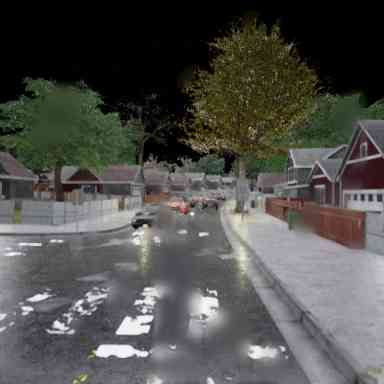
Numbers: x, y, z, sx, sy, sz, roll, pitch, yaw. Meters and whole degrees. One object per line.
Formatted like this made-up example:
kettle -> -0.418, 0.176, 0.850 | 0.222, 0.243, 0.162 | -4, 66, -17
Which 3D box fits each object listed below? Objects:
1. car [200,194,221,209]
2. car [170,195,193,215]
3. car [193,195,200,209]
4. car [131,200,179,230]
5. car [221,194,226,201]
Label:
car -> 2.374, 1.337, 41.960 | 1.812, 1.442, 4.674 | 0, 0, 6
car -> -1.399, 1.238, 32.921 | 2.097, 1.767, 4.553 | 0, 1, 5
car -> -0.489, 1.411, 42.709 | 1.895, 1.301, 4.718 | 0, 0, 6
car -> -2.366, 1.510, 21.297 | 2.033, 1.411, 5.357 | 0, 0, 6
car -> 6.116, 1.156, 69.202 | 1.895, 1.301, 4.718 | 0, 1, 10
